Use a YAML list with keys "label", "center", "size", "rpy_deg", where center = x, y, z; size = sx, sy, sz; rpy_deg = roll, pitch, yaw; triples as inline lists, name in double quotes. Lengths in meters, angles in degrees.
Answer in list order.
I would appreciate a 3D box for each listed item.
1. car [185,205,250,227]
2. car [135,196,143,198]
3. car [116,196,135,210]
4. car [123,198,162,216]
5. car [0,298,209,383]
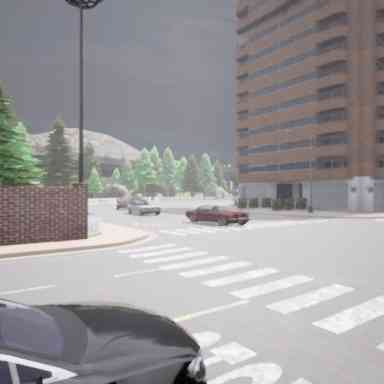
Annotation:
- label: "car"
  center: [1.644, 1.537, 22.359]
  size: [1.895, 1.301, 4.718]
  rpy_deg: [0, 0, -37]
- label: "car"
  center: [-8.793, 1.425, 52.081]
  size: [1.837, 1.490, 4.892]
  rpy_deg: [0, 0, 9]
- label: "car"
  center: [-8.461, 1.452, 41.716]
  size: [1.812, 1.442, 4.674]
  rpy_deg: [0, 0, -11]
- label: "car"
  center: [-4.632, 1.530, 31.751]
  size: [1.895, 1.301, 4.718]
  rpy_deg: [0, 0, -31]
- label: "car"
  center: [-2.079, 1.492, 2.263]
  size: [4.902, 1.511, 2.128]
  rpy_deg: [0, 0, -36]
